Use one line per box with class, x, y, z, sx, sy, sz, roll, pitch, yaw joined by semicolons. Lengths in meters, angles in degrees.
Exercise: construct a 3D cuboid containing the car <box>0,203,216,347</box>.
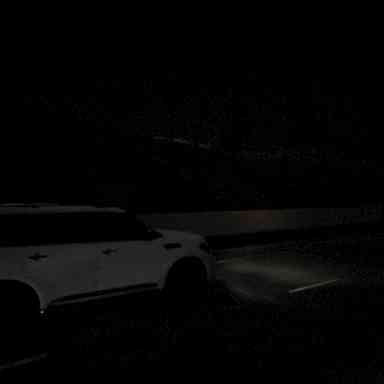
car;-2.112;1.235;6.542;5.566;2.045;2.150;0;0;-36
